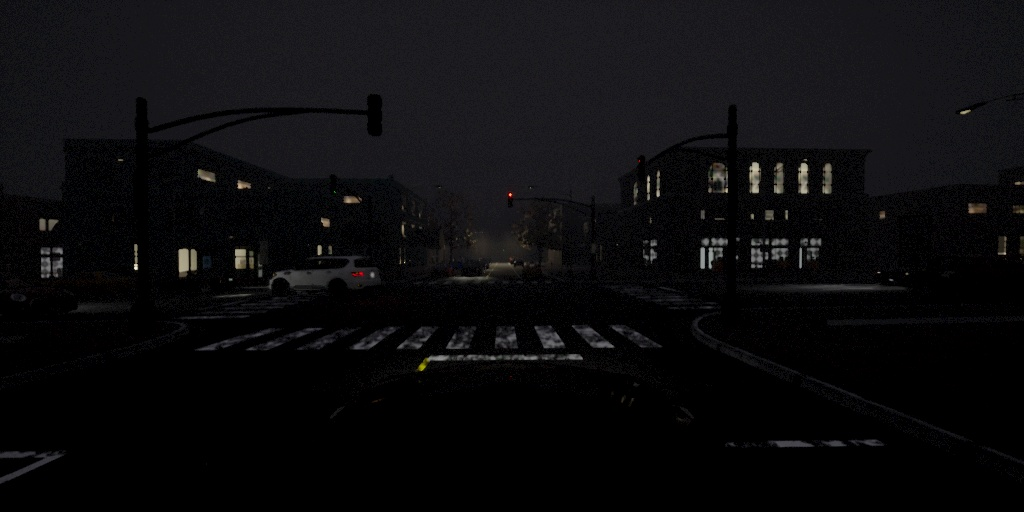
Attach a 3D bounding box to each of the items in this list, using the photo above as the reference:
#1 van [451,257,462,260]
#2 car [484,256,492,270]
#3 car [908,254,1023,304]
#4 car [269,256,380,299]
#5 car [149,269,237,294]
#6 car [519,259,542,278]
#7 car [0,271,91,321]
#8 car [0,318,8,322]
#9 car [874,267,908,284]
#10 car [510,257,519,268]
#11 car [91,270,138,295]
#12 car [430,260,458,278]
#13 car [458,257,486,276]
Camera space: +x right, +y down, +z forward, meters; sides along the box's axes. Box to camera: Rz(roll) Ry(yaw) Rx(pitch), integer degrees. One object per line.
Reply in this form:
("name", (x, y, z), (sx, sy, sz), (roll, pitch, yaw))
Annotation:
("van", (-6.785, 1.051, 44.703), (1.690, 1.789, 3.998), (0, 0, -1))
("car", (-4.390, 1.180, 52.864), (1.882, 1.535, 5.008), (0, 0, -1))
("car", (19.639, 0.835, 14.396), (5.009, 1.841, 2.192), (0, 0, -3))
("car", (-9.643, 1.036, 18.592), (5.566, 2.045, 2.150), (-1, 0, 13))
("car", (-18.683, 1.459, 21.110), (4.313, 1.339, 1.948), (0, 0, -2))
("car", (1.874, 1.246, 34.000), (1.751, 1.417, 4.829), (0, 0, -1))
("car", (-18.349, 1.413, 12.769), (4.097, 1.591, 1.967), (0, 0, -3))
("car", (-5.661, 1.295, 1.106), (1.888, 1.381, 4.507), (0, 0, -1))
("car", (23.639, 1.014, 20.361), (4.718, 1.301, 1.895), (-1, 1, -2))
("car", (1.164, 1.245, 61.552), (2.007, 1.370, 4.403), (0, 0, -1))
("car", (-24.502, 1.485, 20.856), (4.829, 1.417, 1.751), (0, 0, -3))
("car", (-6.499, 1.303, 33.614), (1.802, 1.307, 4.207), (0, 0, -1))
("car", (-3.983, 1.196, 36.501), (1.882, 1.535, 5.008), (0, 0, -1))
